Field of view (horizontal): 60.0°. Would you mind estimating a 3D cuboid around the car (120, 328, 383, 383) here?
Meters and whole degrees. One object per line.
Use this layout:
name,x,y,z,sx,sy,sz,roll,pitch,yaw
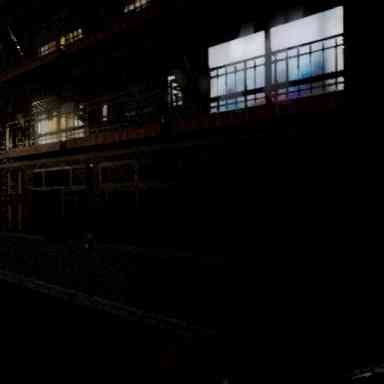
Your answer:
car,1.464,1.545,1.844,4.507,1.381,1.887,0,-1,36
